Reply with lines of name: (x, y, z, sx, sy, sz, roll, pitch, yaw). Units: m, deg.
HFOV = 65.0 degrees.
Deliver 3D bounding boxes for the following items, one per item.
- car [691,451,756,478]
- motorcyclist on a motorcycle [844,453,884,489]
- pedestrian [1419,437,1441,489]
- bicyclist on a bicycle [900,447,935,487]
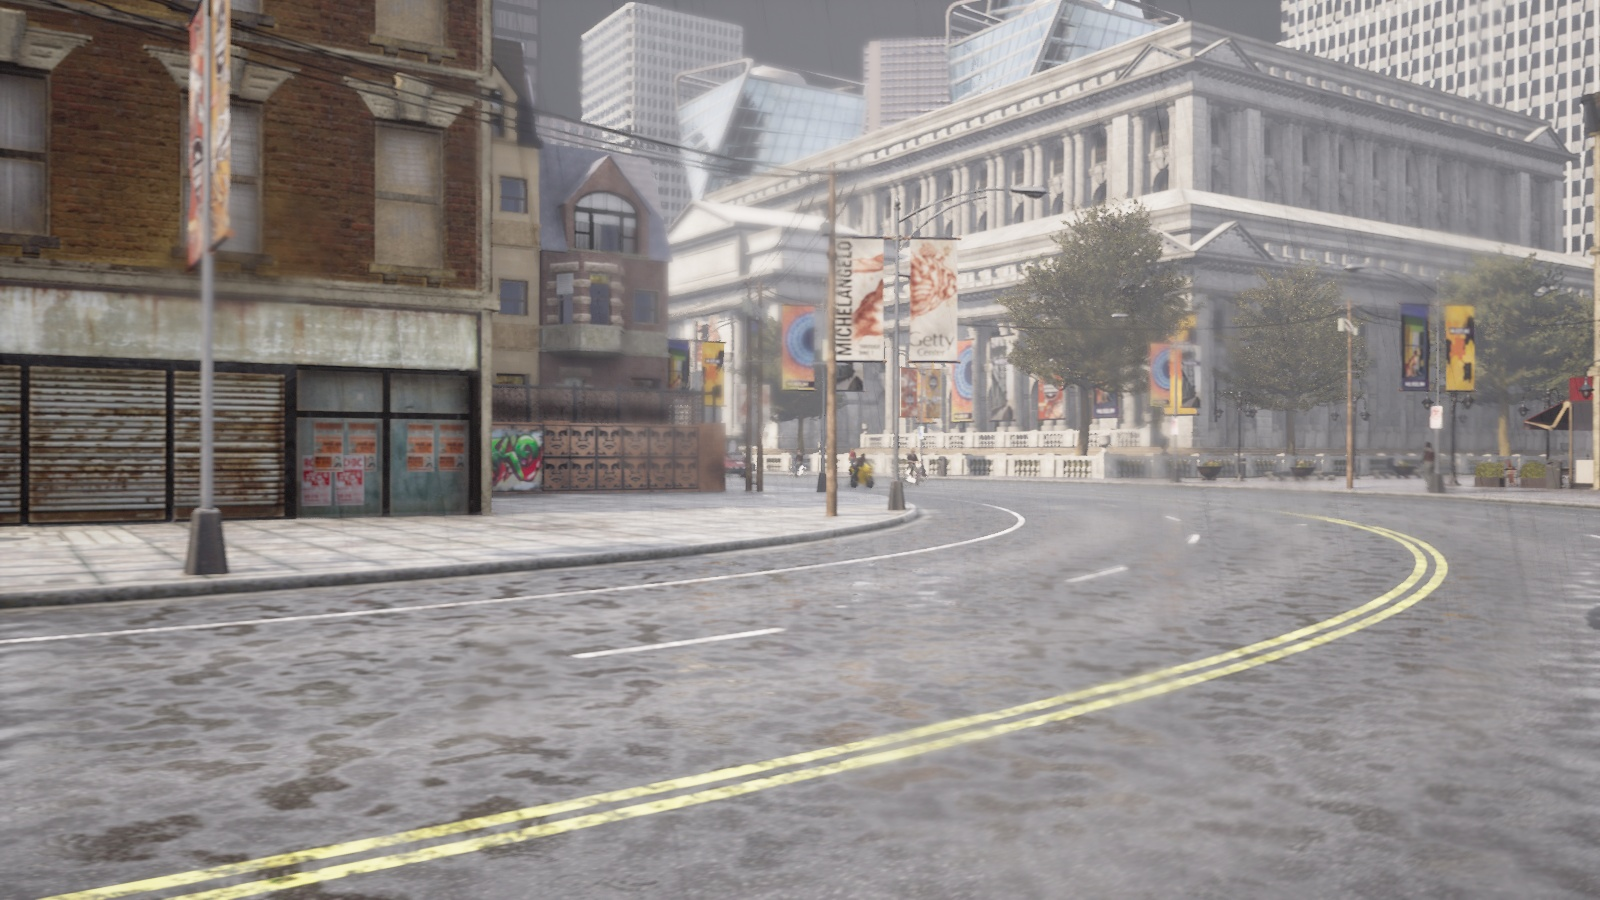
car: (-4.895, 0.928, 79.584, 2.033, 1.649, 4.856, 0, -1, -32)
motorcyclist on a motorcycle: (2.738, 0.884, 53.925, 0.797, 1.523, 2.044, 0, 0, -27)
pedestrian: (23.472, 0.485, 46.789, 0.402, 1.930, 0.666, 0, 0, -16)
bicyclist on a bicycle: (5.270, 0.774, 56.606, 0.659, 1.776, 1.843, 0, 0, -28)
